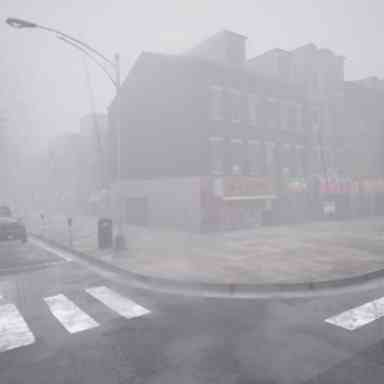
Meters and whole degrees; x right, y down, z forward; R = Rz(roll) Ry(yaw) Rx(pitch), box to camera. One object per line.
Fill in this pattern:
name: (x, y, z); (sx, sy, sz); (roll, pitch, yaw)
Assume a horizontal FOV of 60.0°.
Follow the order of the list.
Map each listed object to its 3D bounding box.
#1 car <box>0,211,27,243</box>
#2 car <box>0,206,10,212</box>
car: (-9.882, 1.967, 17.551); (2.008, 1.369, 4.403); (-3, 0, -35)
car: (-13.108, 1.866, 22.054); (2.192, 1.841, 5.009); (-3, 0, -35)
